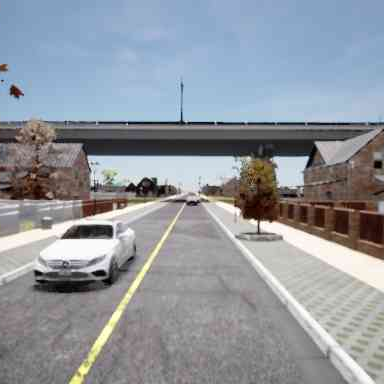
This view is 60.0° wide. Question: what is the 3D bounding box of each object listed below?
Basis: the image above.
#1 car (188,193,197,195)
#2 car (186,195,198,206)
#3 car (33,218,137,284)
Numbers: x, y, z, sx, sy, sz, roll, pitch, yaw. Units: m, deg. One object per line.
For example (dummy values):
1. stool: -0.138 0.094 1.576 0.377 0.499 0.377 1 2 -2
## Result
1. car: 0.041 1.162 66.383 2.150 2.045 5.566 0 0 0
2. car: 0.035 1.580 56.157 1.895 1.301 4.718 0 0 0
3. car: -2.790 1.527 9.690 1.812 1.442 4.674 0 0 1
